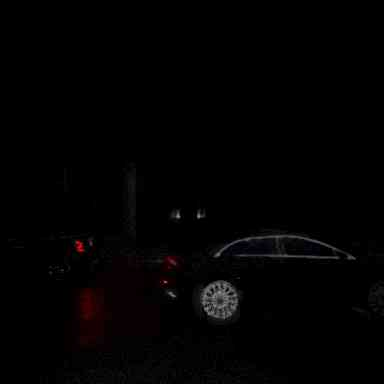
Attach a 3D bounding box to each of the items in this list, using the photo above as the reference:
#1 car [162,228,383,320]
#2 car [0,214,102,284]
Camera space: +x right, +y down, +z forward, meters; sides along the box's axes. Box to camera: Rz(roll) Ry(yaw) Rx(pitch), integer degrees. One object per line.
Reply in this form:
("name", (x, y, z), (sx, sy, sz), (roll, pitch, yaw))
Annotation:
("car", (1.861, 1.484, 6.651), (4.902, 1.511, 2.128), (-1, -2, -1))
("car", (-5.023, 1.530, 9.534), (4.553, 1.767, 2.097), (-1, -2, -1))
